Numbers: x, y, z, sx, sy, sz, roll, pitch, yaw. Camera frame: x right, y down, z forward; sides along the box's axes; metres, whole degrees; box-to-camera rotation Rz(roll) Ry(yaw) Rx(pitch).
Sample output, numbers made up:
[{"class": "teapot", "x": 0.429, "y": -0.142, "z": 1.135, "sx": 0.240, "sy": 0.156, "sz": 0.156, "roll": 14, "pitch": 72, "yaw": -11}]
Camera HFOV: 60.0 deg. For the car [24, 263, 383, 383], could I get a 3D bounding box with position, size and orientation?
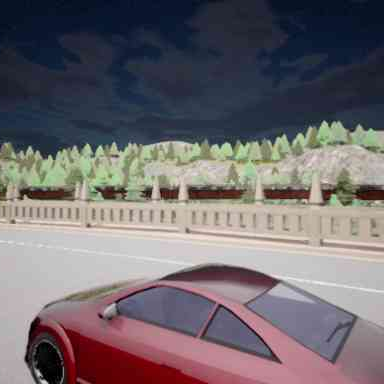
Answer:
[{"class": "car", "x": -0.012, "y": 1.550, "z": 3.758, "sx": 4.181, "sy": 1.385, "sz": 1.994, "roll": 0, "pitch": 0, "yaw": 34}]
